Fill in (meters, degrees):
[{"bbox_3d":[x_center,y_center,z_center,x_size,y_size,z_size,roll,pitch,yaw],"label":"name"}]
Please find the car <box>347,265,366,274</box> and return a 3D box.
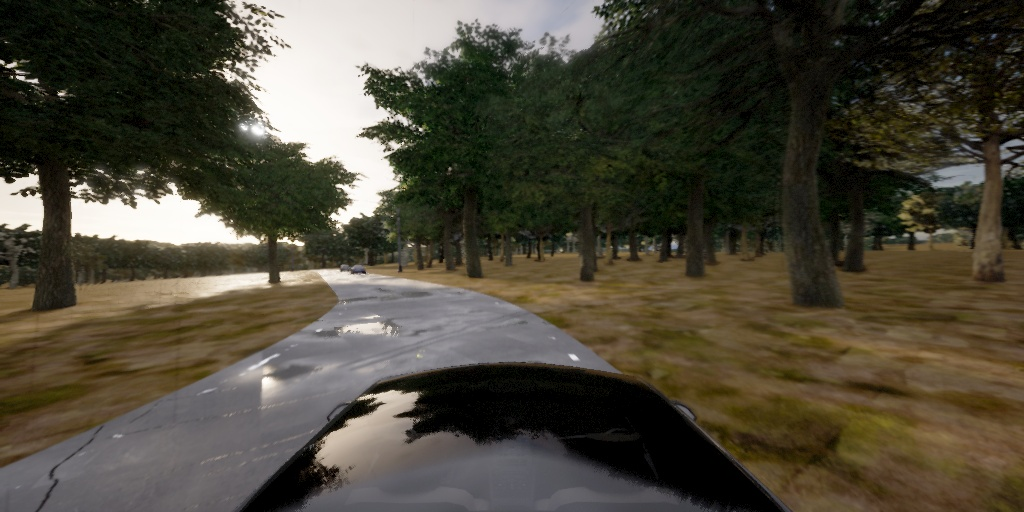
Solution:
[{"bbox_3d":[-24.345,2.133,56.555,1.994,1.385,4.181,-2,-1,-29],"label":"car"}]
